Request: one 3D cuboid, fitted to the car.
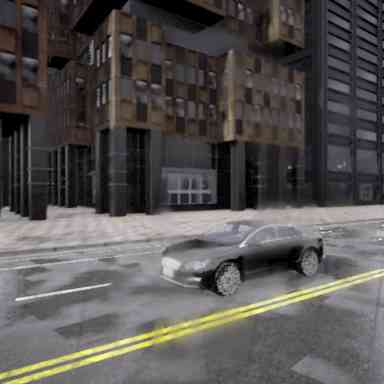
[{"bbox_3d":[1.473,1.500,8.722,4.902,1.511,2.128,0,0,-35],"label":"car"}]
